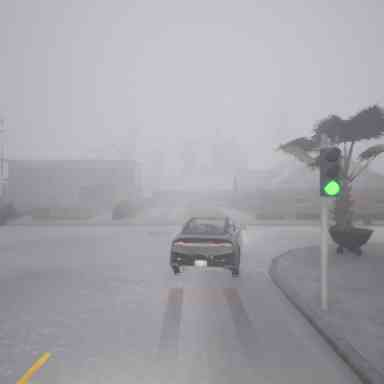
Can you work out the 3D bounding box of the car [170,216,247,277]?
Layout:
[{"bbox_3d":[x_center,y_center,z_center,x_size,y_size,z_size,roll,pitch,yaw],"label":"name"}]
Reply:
[{"bbox_3d":[0.641,1.511,10.438,2.128,1.511,4.902,0,0,10],"label":"car"}]
